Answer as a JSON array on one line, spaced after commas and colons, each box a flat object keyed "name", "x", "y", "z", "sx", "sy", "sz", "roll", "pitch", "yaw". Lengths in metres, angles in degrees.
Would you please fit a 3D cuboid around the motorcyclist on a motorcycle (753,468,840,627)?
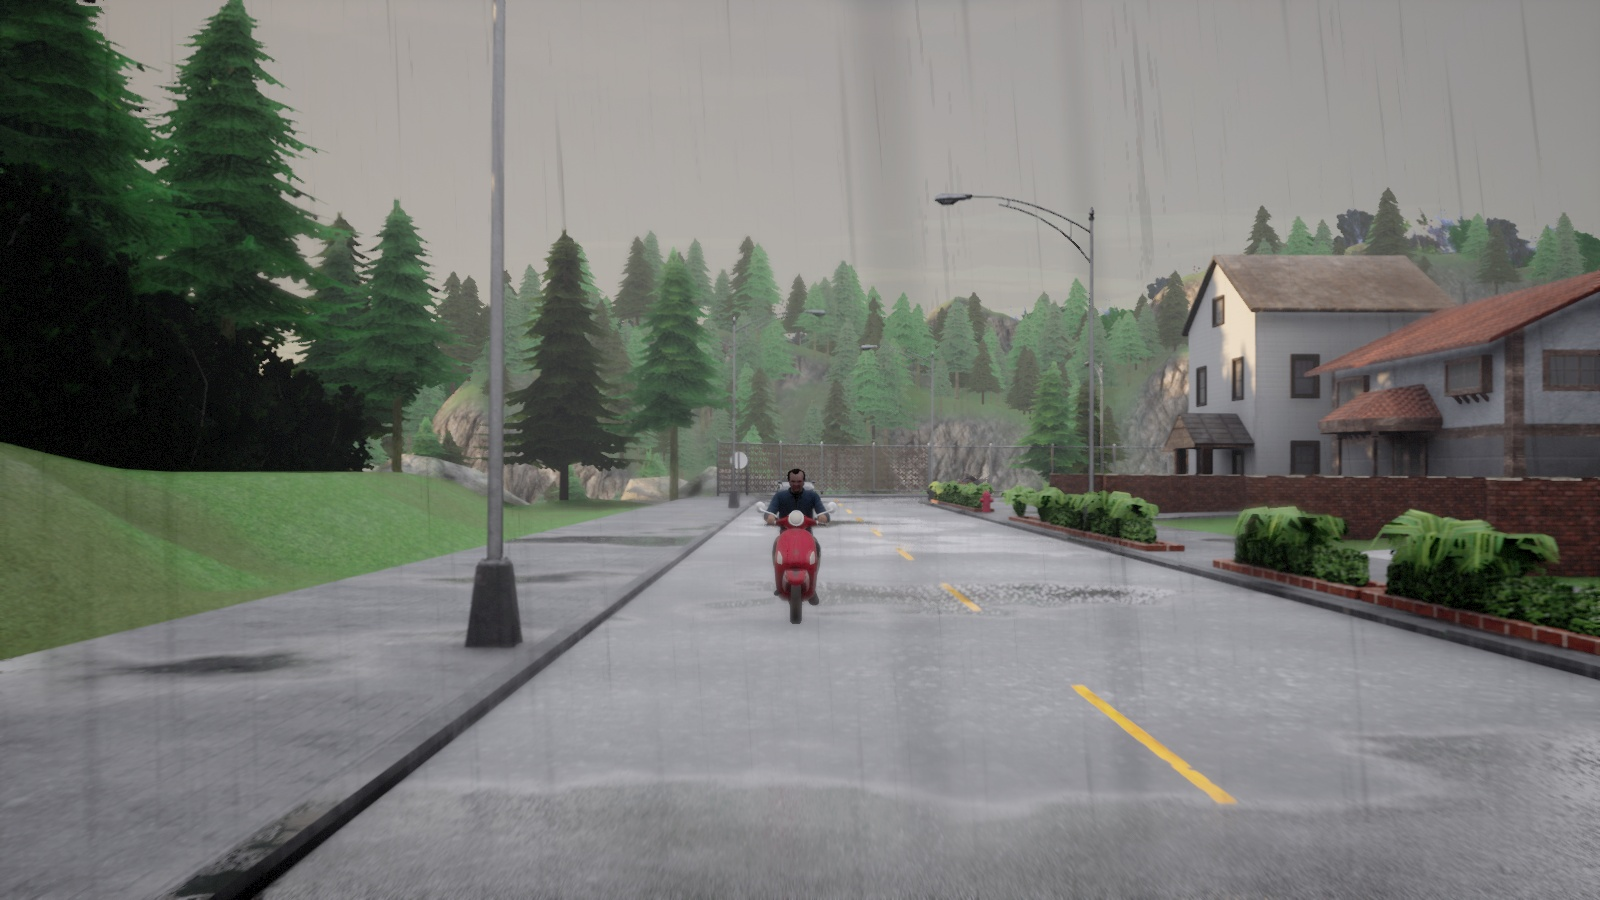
[{"name": "motorcyclist on a motorcycle", "x": -0.033, "y": 0.994, "z": 13.499, "sx": 0.866, "sy": 1.590, "sz": 1.817, "roll": 0, "pitch": -1, "yaw": 0}]

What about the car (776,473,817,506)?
[{"name": "car", "x": -0.148, "y": 1.806, "z": 58.345, "sx": 1.816, "sy": 1.474, "sz": 4.193, "roll": 0, "pitch": -1, "yaw": 0}]
